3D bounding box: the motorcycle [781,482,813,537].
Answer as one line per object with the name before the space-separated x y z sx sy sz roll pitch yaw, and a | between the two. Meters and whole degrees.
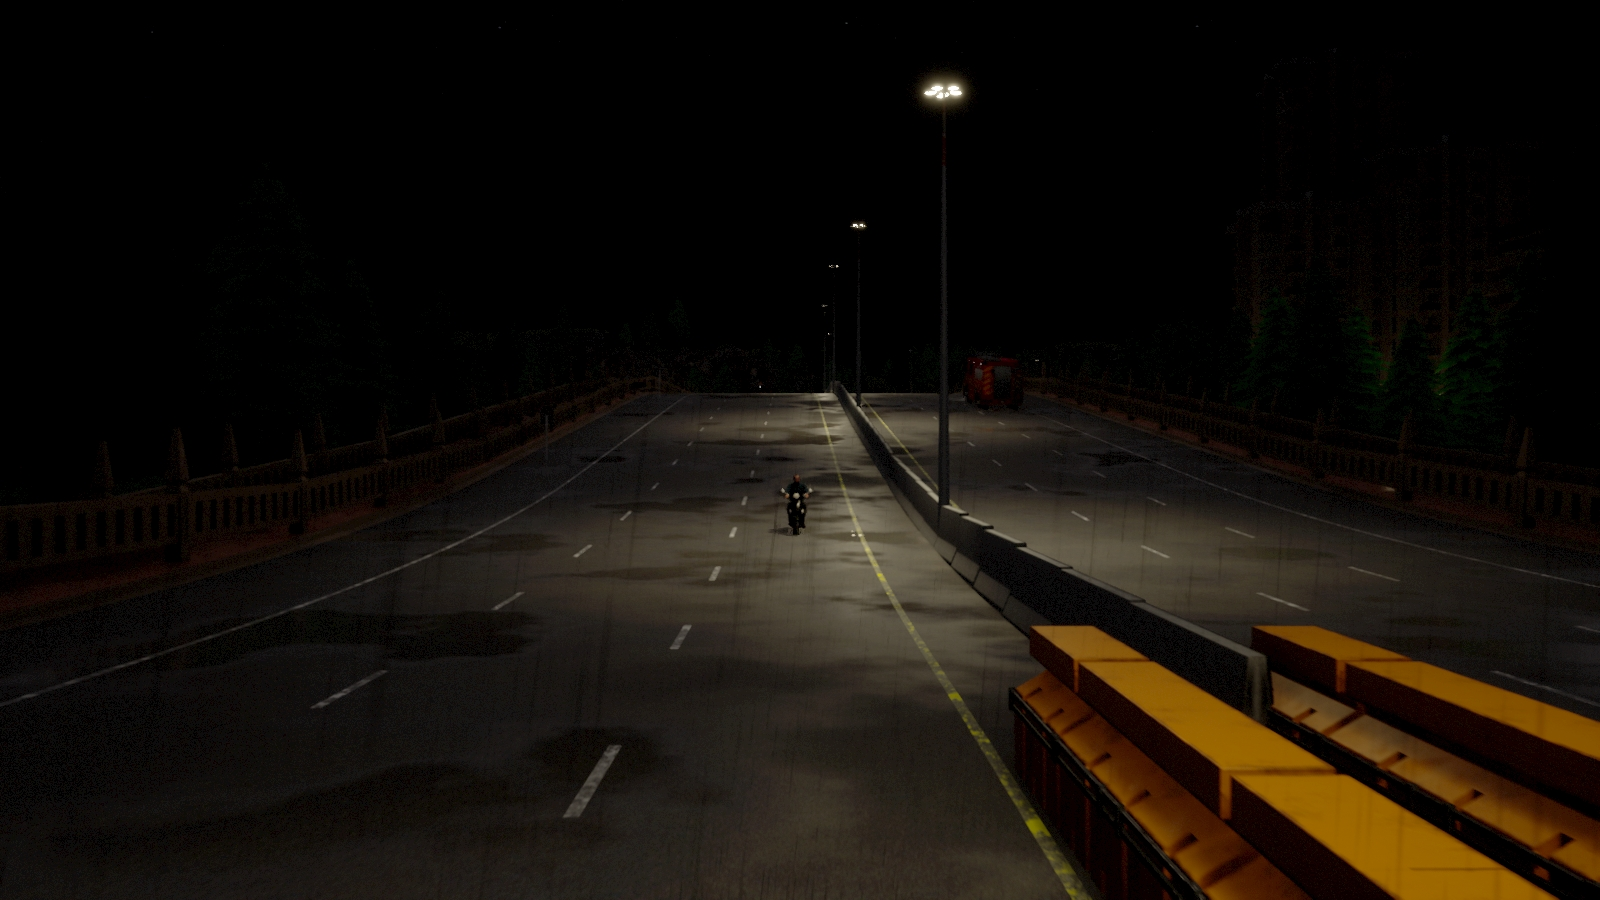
motorcycle | -0.092 1.625 31.487 0.856 1.316 1.805 0 3 0
